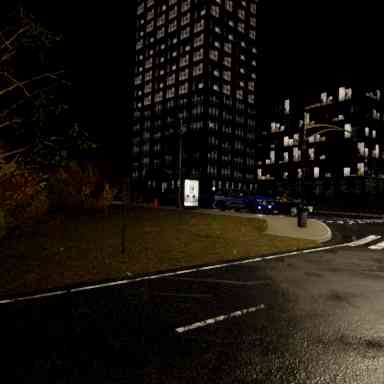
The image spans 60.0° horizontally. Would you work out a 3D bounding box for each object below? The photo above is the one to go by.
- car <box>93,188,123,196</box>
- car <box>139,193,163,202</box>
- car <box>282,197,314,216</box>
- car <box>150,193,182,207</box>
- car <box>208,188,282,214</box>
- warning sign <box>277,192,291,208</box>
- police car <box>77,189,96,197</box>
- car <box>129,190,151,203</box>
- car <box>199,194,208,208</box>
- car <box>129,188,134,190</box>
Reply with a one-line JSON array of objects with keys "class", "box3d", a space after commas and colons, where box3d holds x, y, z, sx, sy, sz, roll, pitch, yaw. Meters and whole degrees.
[{"class": "car", "box3d": [-11.637, 0.407, 46.486, 2.097, 1.767, 4.553, 3, -1, -41]}, {"class": "car", "box3d": [-6.881, 0.901, 55.991, 1.994, 1.385, 4.181, 3, -1, -41]}, {"class": "car", "box3d": [7.905, 1.146, 28.314, 2.128, 1.511, 4.902, 3, -1, -40]}, {"class": "car", "box3d": [-2.067, 0.924, 35.293, 1.895, 1.301, 4.718, 3, -1, -40]}, {"class": "car", "box3d": [4.240, 0.726, 27.684, 2.150, 2.045, 5.566, 3, -1, -39]}, {"class": "warning sign", "box3d": [10.966, 0.990, 39.523, 1.300, 1.860, 1.060, 2, -1, -40]}, {"class": "police car", "box3d": [-24.181, 0.311, 75.999, 1.930, 1.638, 5.238, 3, -1, -44]}, {"class": "car", "box3d": [-7.227, 0.827, 46.353, 1.895, 1.301, 4.718, 3, -1, -41]}, {"class": "car", "box3d": [2.010, 0.964, 35.488, 1.882, 1.535, 5.008, 3, -1, -40]}, {"class": "car", "box3d": [-11.744, 0.377, 56.631, 2.150, 2.045, 5.566, 3, -1, -42]}]
